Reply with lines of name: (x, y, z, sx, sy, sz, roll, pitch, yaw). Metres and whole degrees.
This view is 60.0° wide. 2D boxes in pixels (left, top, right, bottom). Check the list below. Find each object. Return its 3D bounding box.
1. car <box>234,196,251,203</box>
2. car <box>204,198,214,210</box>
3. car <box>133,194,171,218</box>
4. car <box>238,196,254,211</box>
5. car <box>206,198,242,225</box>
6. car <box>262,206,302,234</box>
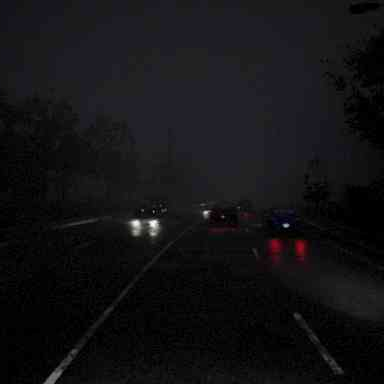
car: (10.657, 1.536, 70.259, 2.128, 1.511, 4.902, 0, 0, 27)
car: (2.888, 1.550, 42.105, 1.812, 1.442, 4.674, 0, 0, 17)
car: (-3.615, 1.222, 30.955, 2.150, 2.045, 5.566, 0, 0, 12)
car: (6.528, 1.531, 41.336, 2.128, 1.511, 4.902, 0, 0, 17)
car: (2.463, 1.496, 24.485, 1.882, 1.535, 5.008, 0, 0, 9)
car: (5.178, 1.550, 19.459, 1.812, 1.442, 4.674, 0, 0, 8)
